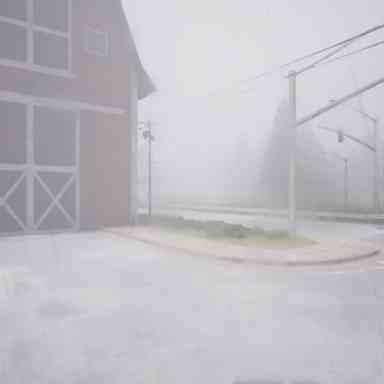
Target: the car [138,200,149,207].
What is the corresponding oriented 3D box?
[{"bbox_3d":[-8.140,1.835,50.717,1.994,1.385,4.181,0,0,-34],"label":"car"}]
